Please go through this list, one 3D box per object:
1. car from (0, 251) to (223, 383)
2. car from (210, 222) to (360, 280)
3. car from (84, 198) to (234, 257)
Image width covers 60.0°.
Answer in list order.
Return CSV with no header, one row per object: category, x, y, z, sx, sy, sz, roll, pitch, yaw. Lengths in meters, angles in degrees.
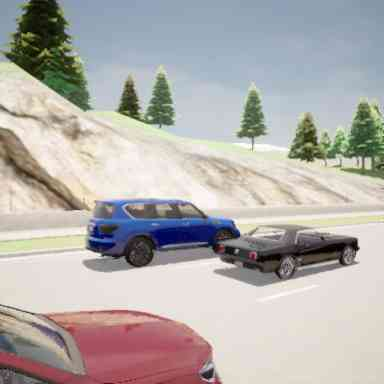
car,-1.876,1.522,2.286,4.674,1.442,1.812,0,0,-36
car,3.056,1.642,10.098,4.718,1.301,1.895,0,0,-35
car,-0.876,1.247,11.653,5.566,2.045,2.150,1,0,-35
